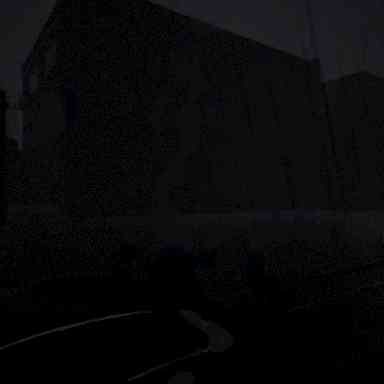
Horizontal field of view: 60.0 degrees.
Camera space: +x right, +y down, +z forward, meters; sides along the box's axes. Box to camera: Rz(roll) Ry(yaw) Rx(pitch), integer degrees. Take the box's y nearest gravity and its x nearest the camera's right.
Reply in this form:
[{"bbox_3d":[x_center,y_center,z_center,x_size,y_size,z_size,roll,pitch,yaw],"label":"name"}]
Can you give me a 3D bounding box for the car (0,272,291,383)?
[{"bbox_3d":[-1.339,1.507,2.423,4.892,1.490,1.837,1,0,-35],"label":"car"}]
